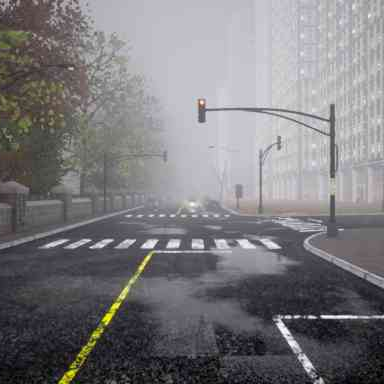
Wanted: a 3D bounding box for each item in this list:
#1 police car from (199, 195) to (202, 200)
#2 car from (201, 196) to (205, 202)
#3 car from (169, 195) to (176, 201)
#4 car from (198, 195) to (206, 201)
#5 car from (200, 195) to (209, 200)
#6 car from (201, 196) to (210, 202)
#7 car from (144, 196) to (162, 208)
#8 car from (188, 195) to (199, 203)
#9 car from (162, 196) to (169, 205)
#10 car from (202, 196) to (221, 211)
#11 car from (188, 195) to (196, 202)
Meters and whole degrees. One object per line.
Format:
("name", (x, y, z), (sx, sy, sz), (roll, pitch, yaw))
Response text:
("police car", (3.117, 1.479, 69.899), (1.930, 1.638, 5.238), (0, 0, 0))
("car", (2.679, 1.592, 47.109), (1.947, 1.339, 4.313), (0, 0, 0))
("car", (-5.710, 1.627, 86.534), (1.887, 1.381, 4.507), (0, 0, 0))
("car", (2.669, 1.643, 92.168), (2.008, 1.369, 4.403), (0, 0, 0))
("car", (2.678, 1.598, 52.742), (1.947, 1.339, 4.313), (0, 0, 0))
("car", (3.131, 1.590, 76.789), (1.812, 1.442, 4.674), (0, 0, 0))
("car", (-5.701, 1.608, 47.107), (1.802, 1.307, 4.206), (0, 0, 0))
("car", (0.028, 1.566, 70.997), (2.128, 1.511, 4.902), (0, 0, 0))
("car", (-5.703, 1.478, 58.373), (1.967, 1.590, 4.097), (0, 0, 0))
("car", (2.681, 1.587, 41.477), (1.947, 1.339, 4.313), (0, 0, 0))
("car", (-0.020, 1.571, 80.014), (1.837, 1.490, 4.892), (0, 0, 0))
